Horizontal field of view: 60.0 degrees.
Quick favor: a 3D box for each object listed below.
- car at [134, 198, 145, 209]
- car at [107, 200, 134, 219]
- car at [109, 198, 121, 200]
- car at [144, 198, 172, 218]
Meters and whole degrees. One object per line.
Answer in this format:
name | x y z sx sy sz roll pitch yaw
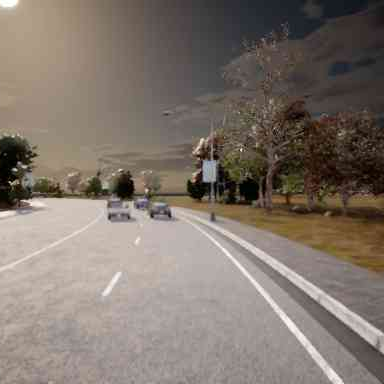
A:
car | -6.796 1.537 45.188 1.812 1.442 4.674 0 0 -17
car | -6.321 1.612 28.961 1.895 1.301 4.718 0 0 -12
car | -10.577 1.495 45.573 1.882 1.535 5.008 0 0 -17
car | -2.990 1.529 30.142 1.812 1.442 4.674 0 0 -12
